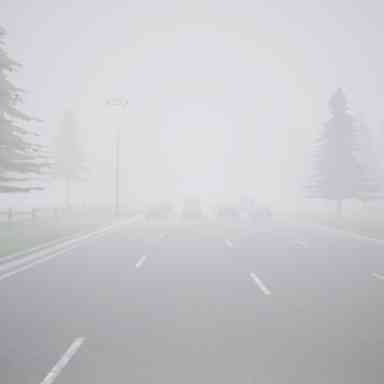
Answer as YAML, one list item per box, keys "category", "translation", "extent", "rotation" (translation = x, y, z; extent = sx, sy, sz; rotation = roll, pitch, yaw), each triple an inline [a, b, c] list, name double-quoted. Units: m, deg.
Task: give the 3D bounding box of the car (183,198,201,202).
- category: "car"
  translation: [-0.013, 1.775, 43.955]
  extent: [2.150, 2.045, 5.566]
  rotation: [0, -1, 0]

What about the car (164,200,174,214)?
- category: "car"
  translation: [-3.513, 1.905, 43.956]
  extent: [2.097, 1.767, 4.553]
  rotation: [0, -1, 0]

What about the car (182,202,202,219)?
- category: "car"
  translation: [-0.010, 1.991, 33.906]
  extent: [1.994, 1.385, 4.181]
  rotation: [0, -1, 0]

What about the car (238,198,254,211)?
- category: "car"
  translation: [6.987, 1.776, 43.953]
  extent: [2.150, 2.045, 5.566]
  rotation: [0, -1, 0]

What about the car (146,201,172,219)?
- category: "car"
  translation: [-3.510, 1.969, 33.489]
  extent: [2.033, 1.411, 5.357]
  rotation: [0, -1, 0]

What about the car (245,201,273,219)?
- category: "car"
  translation: [6.990, 1.954, 33.909]
  extent: [1.812, 1.442, 4.674]
  rotation: [0, -1, 0]

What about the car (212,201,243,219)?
- category: "car"
  translation: [3.490, 1.914, 33.492]
  extent: [2.128, 1.511, 4.902]
  rotation: [0, -1, 0]
